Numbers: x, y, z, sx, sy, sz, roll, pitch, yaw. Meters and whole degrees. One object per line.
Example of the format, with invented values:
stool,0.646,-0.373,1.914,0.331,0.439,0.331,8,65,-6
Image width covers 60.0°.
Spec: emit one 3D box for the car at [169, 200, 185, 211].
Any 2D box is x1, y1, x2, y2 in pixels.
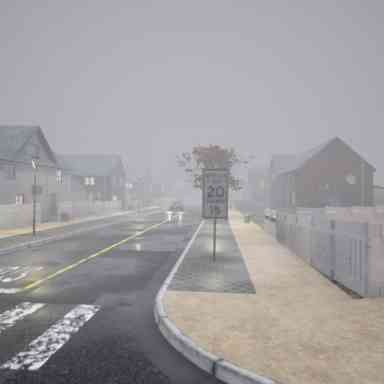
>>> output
car,-2.137,1.978,47.832,1.837,1.490,4.892,1,-1,5
